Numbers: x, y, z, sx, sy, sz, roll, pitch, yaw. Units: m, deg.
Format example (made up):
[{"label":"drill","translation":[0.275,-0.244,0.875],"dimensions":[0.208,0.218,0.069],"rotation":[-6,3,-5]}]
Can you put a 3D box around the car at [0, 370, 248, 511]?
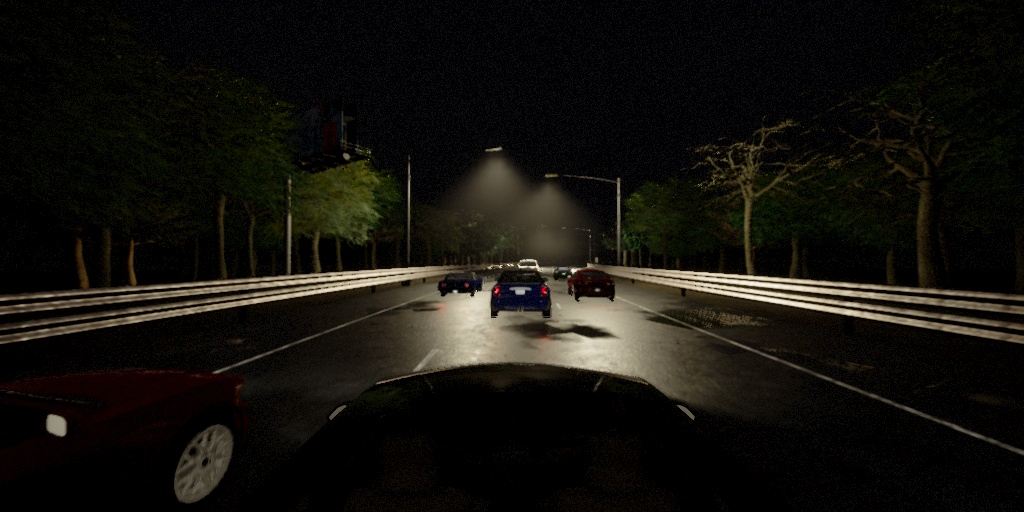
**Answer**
[{"label":"car","translation":[-3.376,1.221,1.277],"dimensions":[1.882,1.535,5.008],"rotation":[0,-1,0]}]

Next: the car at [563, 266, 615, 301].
[{"label":"car","translation":[4.061,1.450,18.976],"dimensions":[1.882,1.535,5.008],"rotation":[0,-1,3]}]

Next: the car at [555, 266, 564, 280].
[{"label":"car","translation":[5.420,1.790,38.182],"dimensions":[1.994,1.385,4.181],"rotation":[0,-1,5]}]

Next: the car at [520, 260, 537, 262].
[{"label":"car","translation":[1.738,1.425,36.476],"dimensions":[2.150,2.045,5.566],"rotation":[0,0,5]}]

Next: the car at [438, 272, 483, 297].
[{"label":"car","translation":[-2.857,1.598,21.015],"dimensions":[1.895,1.301,4.718],"rotation":[0,-1,3]}]

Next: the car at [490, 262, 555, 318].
[{"label":"car","translation":[0.356,1.258,14.045],"dimensions":[2.097,1.767,4.553],"rotation":[0,-1,2]}]
